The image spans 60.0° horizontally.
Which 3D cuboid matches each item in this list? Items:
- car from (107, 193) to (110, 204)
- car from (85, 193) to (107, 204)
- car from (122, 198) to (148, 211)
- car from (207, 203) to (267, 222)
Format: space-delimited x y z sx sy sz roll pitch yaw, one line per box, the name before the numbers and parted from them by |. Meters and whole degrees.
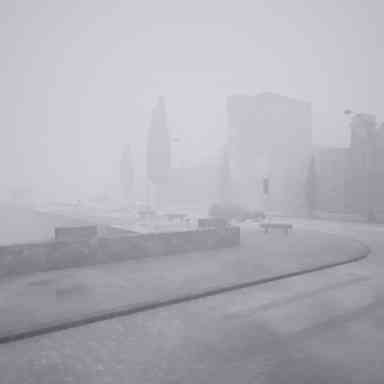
car | -17.244 1.221 62.551 2.150 2.045 5.566 0 0 -36
car | -15.904 1.115 53.627 1.837 1.490 4.892 0 0 -36
car | -7.024 1.526 41.056 1.812 1.442 4.674 0 0 -36
car | 3.413 1.547 26.433 2.033 1.411 5.357 0 0 -36
